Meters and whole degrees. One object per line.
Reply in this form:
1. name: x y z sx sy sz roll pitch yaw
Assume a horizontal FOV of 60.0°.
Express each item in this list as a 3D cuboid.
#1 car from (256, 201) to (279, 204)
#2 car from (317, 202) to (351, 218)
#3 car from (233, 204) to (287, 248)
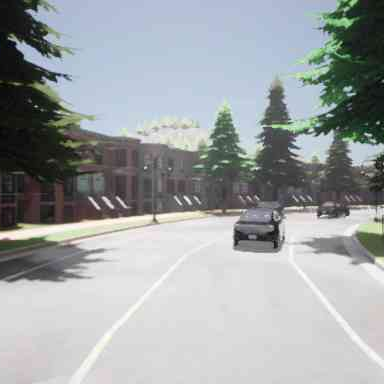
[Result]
1. car: 6.386 1.569 28.794 1.837 1.490 4.892 0 0 37
2. car: 13.389 1.645 31.423 1.812 1.442 4.674 0 0 43
3. car: 3.136 1.523 15.048 2.128 1.511 4.902 0 0 19
